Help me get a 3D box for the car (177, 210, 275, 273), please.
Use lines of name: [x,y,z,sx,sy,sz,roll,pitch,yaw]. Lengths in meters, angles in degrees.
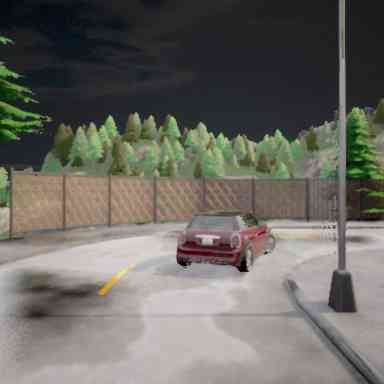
car: [1.282,1.361,11.055,2.097,1.767,4.553,0,0,24]
